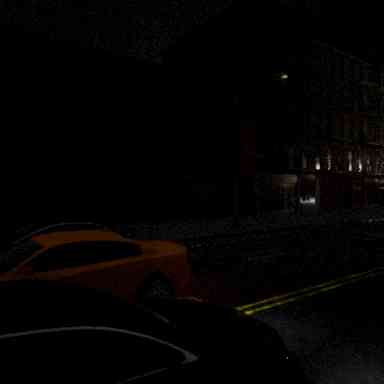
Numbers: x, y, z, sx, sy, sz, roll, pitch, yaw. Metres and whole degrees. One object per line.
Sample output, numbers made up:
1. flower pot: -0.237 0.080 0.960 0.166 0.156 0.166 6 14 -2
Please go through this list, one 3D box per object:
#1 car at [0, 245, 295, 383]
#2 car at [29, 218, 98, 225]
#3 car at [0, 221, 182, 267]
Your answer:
1. car: -1.240 1.503 2.556 4.892 1.490 1.837 0 0 -36
2. car: -3.775 1.483 8.978 4.902 1.511 2.128 0 0 -36
3. car: -2.368 1.472 5.990 5.008 1.535 1.882 0 0 -36
